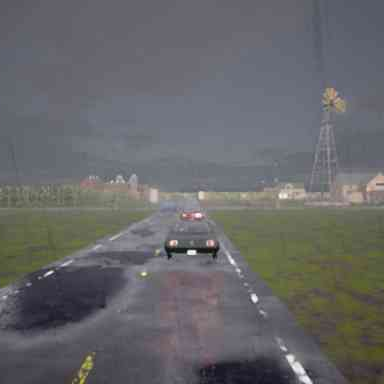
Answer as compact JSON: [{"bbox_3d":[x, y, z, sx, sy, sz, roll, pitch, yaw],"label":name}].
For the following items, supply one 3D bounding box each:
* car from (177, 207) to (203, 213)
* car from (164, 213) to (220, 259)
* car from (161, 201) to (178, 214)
[{"bbox_3d":[0.009,1.885,28.217,1.895,1.301,4.718,0,-1,0],"label":"car"},{"bbox_3d":[0.013,1.738,13.221,1.895,1.301,4.718,0,-1,0],"label":"car"},{"bbox_3d":[-2.785,1.892,41.774,1.882,1.535,5.008,0,-1,0],"label":"car"}]
